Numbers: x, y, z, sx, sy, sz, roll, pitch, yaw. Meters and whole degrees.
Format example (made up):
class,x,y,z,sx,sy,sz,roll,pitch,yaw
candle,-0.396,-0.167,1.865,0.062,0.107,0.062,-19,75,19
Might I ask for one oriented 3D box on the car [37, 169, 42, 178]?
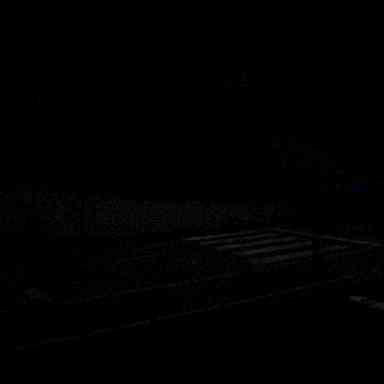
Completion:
class,x,y,z,sx,sy,sz,roll,pitch,yaw
car,-34.250,-3.755,67.388,5.566,2.045,2.435,2,4,-35

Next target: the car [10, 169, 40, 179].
class,x,y,z,sx,sy,sz,roll,pitch,yaw
car,-35.221,-3.767,70.159,5.366,1.575,1.946,2,5,-35

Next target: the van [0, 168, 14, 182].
class,x,y,z,sx,sy,sz,roll,pitch,yaw
van,-29.725,-2.211,50.012,4.442,1.987,1.878,2,4,-34

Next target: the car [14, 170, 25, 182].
class,x,y,z,sx,sy,sz,roll,pitch,yaw
car,-31.272,-2.490,55.773,4.892,1.521,2.231,2,5,-34

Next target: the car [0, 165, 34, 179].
class,x,y,z,sx,sy,sz,roll,pitch,yaw
car,-32.721,-3.247,61.589,5.566,2.045,2.435,2,4,-35

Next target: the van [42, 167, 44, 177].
class,x,y,z,sx,sy,sz,roll,pitch,yaw
van,-35.740,-4.233,73.204,4.442,1.987,1.878,2,4,-35

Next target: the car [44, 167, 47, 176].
class,x,y,z,sx,sy,sz,roll,pitch,yaw
car,-36.782,-4.267,75.924,5.366,1.575,1.946,2,5,-35

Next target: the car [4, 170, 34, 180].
class,x,y,z,sx,sy,sz,roll,pitch,yaw
car,-33.523,-3.251,64.494,4.892,1.521,2.231,2,4,-35

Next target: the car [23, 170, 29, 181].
class,x,y,z,sx,sy,sz,roll,pitch,yaw
car,-31.997,-2.715,58.697,4.792,1.488,2.163,2,4,-34

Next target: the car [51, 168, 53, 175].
class,x,y,z,sx,sy,sz,roll,pitch,yaw
car,-38.026,-4.736,81.899,5.366,1.575,1.946,2,4,-35

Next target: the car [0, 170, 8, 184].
class,x,y,z,sx,sy,sz,roll,pitch,yaw
car,-29.141,-1.864,47.028,4.553,1.767,2.185,2,4,-34

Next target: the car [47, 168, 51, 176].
class,x,y,z,sx,sy,sz,roll,pitch,yaw
car,-37.366,-4.751,78.914,5.566,2.045,2.435,2,4,-35
